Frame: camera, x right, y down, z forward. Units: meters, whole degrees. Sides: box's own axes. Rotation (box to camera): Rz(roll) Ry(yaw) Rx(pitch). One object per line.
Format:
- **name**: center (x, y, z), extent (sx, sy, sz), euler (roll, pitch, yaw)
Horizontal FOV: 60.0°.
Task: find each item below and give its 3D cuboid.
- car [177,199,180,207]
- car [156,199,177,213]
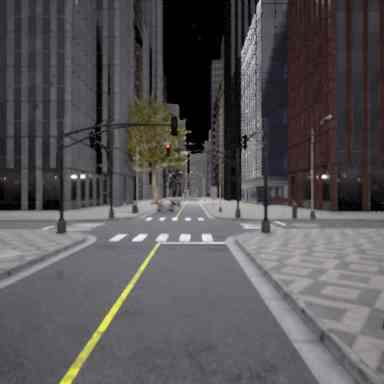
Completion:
- **car**: center (-3.019, 1.799, 56.413), extent (1.994, 1.385, 4.181), euler (0, 0, 1)
- **car**: center (-3.068, 1.688, 39.053), extent (1.812, 1.442, 4.674), euler (0, 0, 0)
